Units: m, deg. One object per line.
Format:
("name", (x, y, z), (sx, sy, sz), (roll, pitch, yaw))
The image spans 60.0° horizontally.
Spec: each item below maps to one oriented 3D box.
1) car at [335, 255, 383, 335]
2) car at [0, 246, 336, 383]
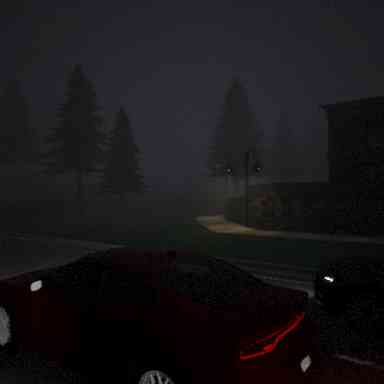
("car", (4.469, 1.483, 5.096), (4.902, 1.511, 2.128), (-1, 0, 36))
("car", (-0.918, 1.516, 4.644), (5.008, 1.535, 1.882), (-1, -1, 36))
